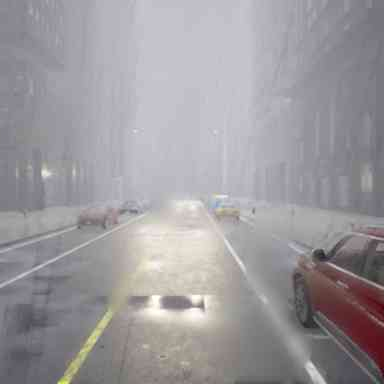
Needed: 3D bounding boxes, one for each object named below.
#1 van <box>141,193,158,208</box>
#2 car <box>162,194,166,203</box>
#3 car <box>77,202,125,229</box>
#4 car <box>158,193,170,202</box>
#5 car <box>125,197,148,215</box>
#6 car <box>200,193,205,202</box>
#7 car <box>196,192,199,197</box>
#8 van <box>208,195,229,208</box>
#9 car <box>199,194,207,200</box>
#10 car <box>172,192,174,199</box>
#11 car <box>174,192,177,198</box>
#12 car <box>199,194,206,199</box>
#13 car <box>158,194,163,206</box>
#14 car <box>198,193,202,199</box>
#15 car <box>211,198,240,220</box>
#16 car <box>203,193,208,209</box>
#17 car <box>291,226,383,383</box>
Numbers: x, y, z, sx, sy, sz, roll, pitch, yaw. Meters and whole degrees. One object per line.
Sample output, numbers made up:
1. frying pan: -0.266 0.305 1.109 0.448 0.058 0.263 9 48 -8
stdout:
1. van: -5.761 1.183 43.351 1.690 1.788 3.998 0 0 0
2. car: -5.759 1.370 54.625 1.947 1.339 4.313 0 0 0
3. car: -5.763 1.465 20.805 1.887 1.381 4.507 0 0 0
4. car: -5.760 1.100 60.260 2.192 1.841 5.009 0 0 0
5. car: -5.762 1.447 32.078 1.947 1.339 4.313 0 0 0
6. car: 2.765 1.355 54.635 2.008 1.369 4.403 0 0 0
7. car: 2.767 1.043 77.179 2.192 1.841 5.009 0 0 0
8. van: 2.762 1.222 32.088 1.690 1.788 3.998 0 0 0
9. car: 2.768 1.254 82.816 1.887 1.381 4.507 0 0 0
10. car: -5.758 1.168 77.171 1.967 1.590 4.097 0 0 0
11. car: -5.756 1.130 88.445 1.967 1.590 4.097 0 0 0
12. car: 2.769 1.256 88.453 1.947 1.339 4.313 0 0 0
13. car: -5.760 1.389 48.988 1.947 1.339 4.313 0 0 0
14. car: 2.766 1.206 65.906 1.967 1.590 4.097 0 0 0
15. car: 2.763 1.425 26.623 1.752 1.417 4.829 0 0 0
16. car: 2.764 1.283 43.362 1.967 1.590 4.097 0 0 0
17. car: 2.760 1.299 3.907 2.192 1.841 5.009 0 0 0
